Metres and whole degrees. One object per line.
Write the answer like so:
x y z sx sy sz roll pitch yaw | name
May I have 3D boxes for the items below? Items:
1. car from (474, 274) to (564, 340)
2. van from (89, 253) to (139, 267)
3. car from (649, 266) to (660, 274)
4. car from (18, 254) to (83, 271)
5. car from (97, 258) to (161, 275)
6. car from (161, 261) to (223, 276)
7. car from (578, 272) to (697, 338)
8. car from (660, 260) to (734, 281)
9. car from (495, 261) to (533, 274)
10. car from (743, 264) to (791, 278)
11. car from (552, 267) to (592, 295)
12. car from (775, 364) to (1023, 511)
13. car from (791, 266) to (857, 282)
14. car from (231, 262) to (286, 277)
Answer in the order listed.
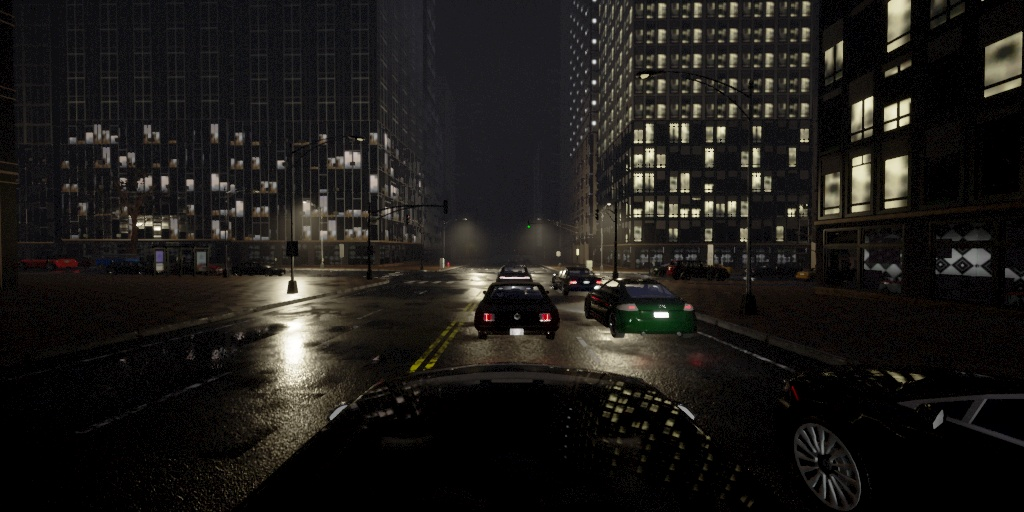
0.110 1.347 9.943 1.895 1.301 4.718 0 0 0 | car
-45.230 0.605 41.118 3.998 1.789 1.690 0 0 1 | van
16.493 1.426 37.303 4.181 1.385 1.994 1 1 1 | car
-49.995 0.614 38.616 4.553 1.767 2.097 1 1 1 | car
-34.053 1.069 32.440 4.313 1.339 1.948 0 0 1 | car
-28.372 1.138 32.258 4.207 1.307 1.802 0 0 1 | car
3.369 1.310 10.170 1.994 1.385 4.181 0 0 -1 | car
16.236 1.269 31.529 5.009 1.841 2.192 0 0 1 | car
0.124 1.233 19.298 2.128 1.511 4.902 0 0 0 | car
27.079 1.503 37.104 5.357 1.411 2.033 1 1 1 | car
3.408 1.288 19.466 2.033 1.411 5.357 0 0 -3 | car
3.339 1.242 1.337 2.128 1.511 4.902 0 0 0 | car
27.684 1.578 31.314 4.829 1.417 1.751 0 0 1 | car
-22.688 1.173 32.117 4.313 1.339 1.948 0 0 1 | car
